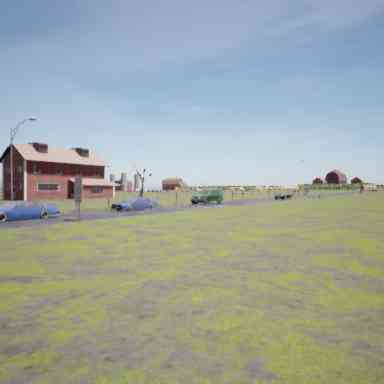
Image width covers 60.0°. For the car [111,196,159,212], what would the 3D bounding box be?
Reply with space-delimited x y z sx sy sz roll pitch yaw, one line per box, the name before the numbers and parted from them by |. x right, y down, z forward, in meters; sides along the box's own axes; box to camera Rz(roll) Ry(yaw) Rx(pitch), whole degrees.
car | -5.668 1.161 33.780 2.033 1.411 5.357 1 1 36

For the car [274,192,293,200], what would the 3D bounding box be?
car | 16.309 0.732 59.177 1.895 1.301 4.718 1 1 36

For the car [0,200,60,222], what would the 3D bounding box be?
car | -12.514 1.331 24.370 2.033 1.411 5.357 1 1 37

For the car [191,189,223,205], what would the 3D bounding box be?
car | 2.099 0.632 44.504 2.150 2.045 5.566 1 2 36
